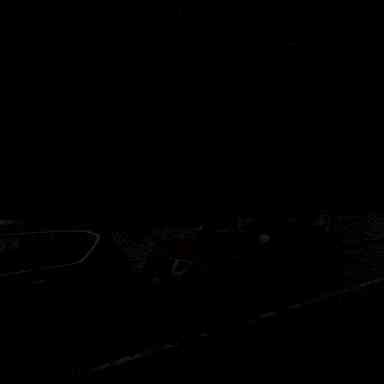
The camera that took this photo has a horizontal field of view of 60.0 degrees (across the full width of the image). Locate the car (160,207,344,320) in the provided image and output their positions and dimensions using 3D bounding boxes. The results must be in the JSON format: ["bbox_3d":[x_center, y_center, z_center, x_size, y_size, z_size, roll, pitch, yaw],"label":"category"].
[{"bbox_3d":[1.417,1.314,7.530,5.009,1.841,2.192,0,0,-35],"label":"car"}]

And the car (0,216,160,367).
[{"bbox_3d":[-3.180,1.315,4.262,5.009,1.841,2.192,0,0,-35],"label":"car"}]
